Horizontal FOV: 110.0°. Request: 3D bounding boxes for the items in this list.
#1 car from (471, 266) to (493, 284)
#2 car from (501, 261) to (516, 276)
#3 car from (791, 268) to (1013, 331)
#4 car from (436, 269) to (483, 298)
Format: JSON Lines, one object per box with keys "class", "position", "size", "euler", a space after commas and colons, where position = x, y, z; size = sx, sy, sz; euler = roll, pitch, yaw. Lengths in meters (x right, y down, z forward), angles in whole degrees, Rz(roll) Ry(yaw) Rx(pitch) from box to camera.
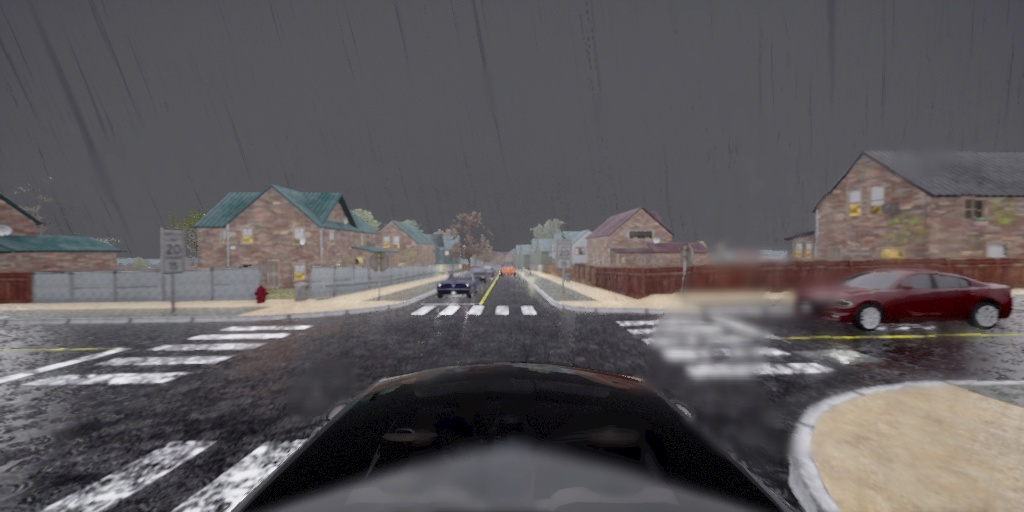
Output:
{"class": "car", "position": [-3.135, 1.745, 32.818], "size": [2.033, 1.411, 5.357], "euler": [0, -1, -1]}
{"class": "car", "position": [-0.561, 1.899, 51.989], "size": [2.097, 1.767, 4.553], "euler": [0, -1, -1]}
{"class": "car", "position": [10.663, 1.118, 10.044], "size": [5.008, 1.535, 1.882], "euler": [-1, 1, -1]}
{"class": "car", "position": [-2.992, 1.610, 20.597], "size": [1.895, 1.301, 4.718], "euler": [0, -1, 0]}
